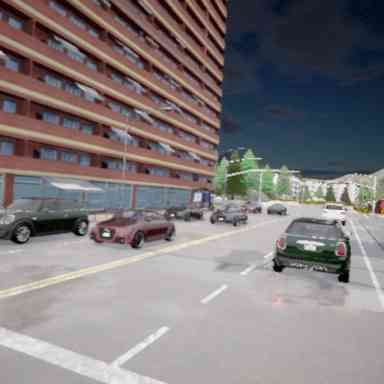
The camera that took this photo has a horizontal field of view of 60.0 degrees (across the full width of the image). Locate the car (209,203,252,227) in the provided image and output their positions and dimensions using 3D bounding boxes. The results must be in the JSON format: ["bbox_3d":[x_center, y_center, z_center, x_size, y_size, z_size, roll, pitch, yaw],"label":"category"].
[{"bbox_3d":[2.894,1.794,25.543,1.994,1.385,4.181,4,0,25],"label":"car"}]

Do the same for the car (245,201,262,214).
[{"bbox_3d":[8.102,1.961,45.177,2.097,1.767,4.553,4,0,25],"label":"car"}]

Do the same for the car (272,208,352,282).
[{"bbox_3d":[4.202,1.640,11.275,2.097,1.767,4.553,4,0,25],"label":"car"}]

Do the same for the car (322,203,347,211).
[{"bbox_3d":[14.978,2.274,34.959,2.150,2.045,5.566,4,0,25],"label":"car"}]

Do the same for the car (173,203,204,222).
[{"bbox_3d":[-0.620,1.572,26.259,1.994,1.385,4.181,4,0,25],"label":"car"}]

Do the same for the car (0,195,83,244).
[{"bbox_3d":[-6.360,0.969,13.615,2.097,1.767,4.553,4,0,24],"label":"car"}]

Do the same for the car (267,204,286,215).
[{"bbox_3d":[11.149,2.275,43.458,1.882,1.535,5.008,4,0,25],"label":"car"}]

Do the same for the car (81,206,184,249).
[{"bbox_3d":[-2.327,1.440,14.072,1.994,1.385,4.181,4,0,25],"label":"car"}]
